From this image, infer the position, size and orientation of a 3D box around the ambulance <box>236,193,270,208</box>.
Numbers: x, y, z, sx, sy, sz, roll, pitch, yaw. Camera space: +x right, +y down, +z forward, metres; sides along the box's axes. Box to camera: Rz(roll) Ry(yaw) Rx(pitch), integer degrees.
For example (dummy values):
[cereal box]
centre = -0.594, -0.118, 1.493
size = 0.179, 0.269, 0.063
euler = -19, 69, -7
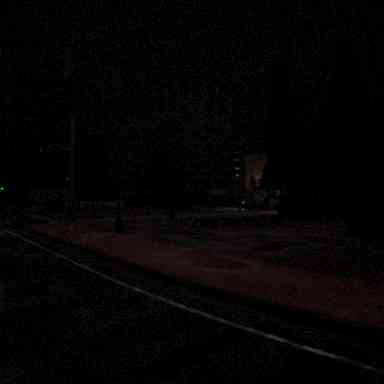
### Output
[ambulance]
centre = 10.090, 1.421, 55.248
size = 6.366, 2.431, 2.351
euler = 1, 0, -38
